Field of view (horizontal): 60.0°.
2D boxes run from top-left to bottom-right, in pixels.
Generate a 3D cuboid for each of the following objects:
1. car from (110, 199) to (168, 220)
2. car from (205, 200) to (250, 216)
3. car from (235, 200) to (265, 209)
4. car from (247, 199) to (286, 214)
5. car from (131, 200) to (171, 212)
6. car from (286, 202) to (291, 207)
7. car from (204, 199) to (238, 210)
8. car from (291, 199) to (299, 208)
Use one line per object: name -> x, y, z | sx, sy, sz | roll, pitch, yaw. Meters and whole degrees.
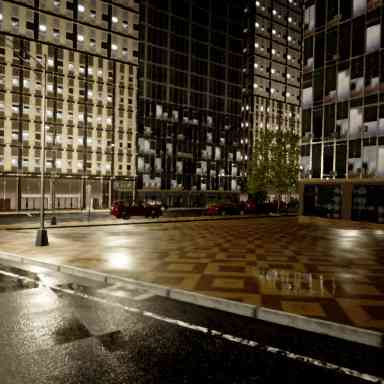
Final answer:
car -> -5.284, 1.645, 31.555 | 5.009, 1.841, 2.192 | 1, 1, -34
car -> 4.055, 1.966, 37.980 | 4.507, 1.381, 1.887 | 1, 1, -34
car -> 8.939, 1.872, 50.895 | 4.313, 1.339, 1.947 | 1, 1, -34
car -> 8.732, 1.782, 41.186 | 5.009, 1.841, 2.192 | 1, 1, -34
car -> -5.077, 1.720, 41.264 | 4.403, 1.369, 2.008 | 1, 1, -34
car -> 13.611, 1.935, 54.106 | 4.206, 1.307, 1.802 | 1, 1, -34
car -> 4.127, 1.785, 47.587 | 4.829, 1.417, 1.752 | 1, 1, -34
car -> 18.284, 1.965, 57.316 | 4.313, 1.339, 1.947 | 1, 1, -34
